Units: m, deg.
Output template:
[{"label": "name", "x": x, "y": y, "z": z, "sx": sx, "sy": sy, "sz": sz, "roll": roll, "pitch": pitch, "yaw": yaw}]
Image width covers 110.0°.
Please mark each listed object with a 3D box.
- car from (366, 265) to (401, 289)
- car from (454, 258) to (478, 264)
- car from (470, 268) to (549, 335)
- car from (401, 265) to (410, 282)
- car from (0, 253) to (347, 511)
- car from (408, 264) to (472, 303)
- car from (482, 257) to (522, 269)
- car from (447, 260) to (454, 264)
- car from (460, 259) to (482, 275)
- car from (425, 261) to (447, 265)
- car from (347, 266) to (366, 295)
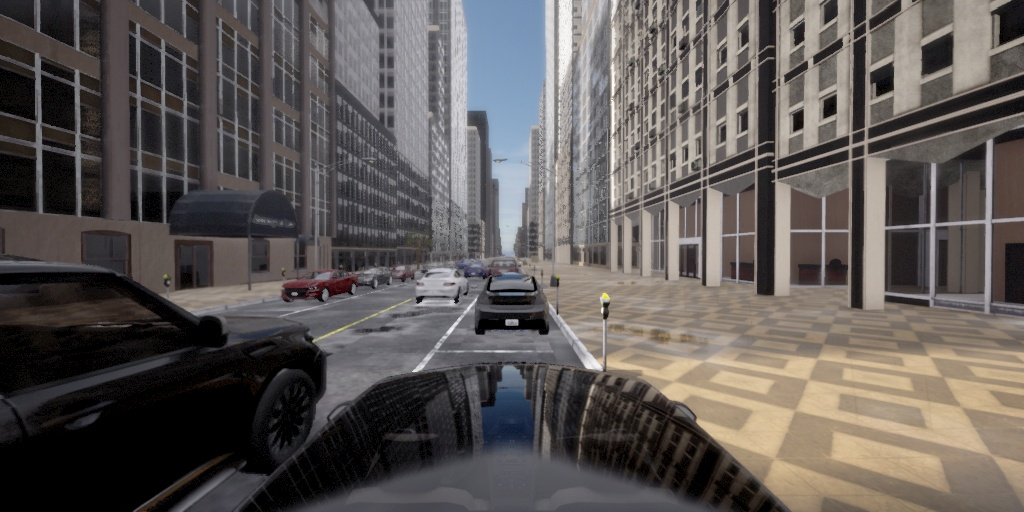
[{"label": "car", "x": -8.838, "y": 1.296, "z": 22.523, "sx": 2.007, "sy": 1.370, "sz": 4.403, "roll": 0, "pitch": 0, "yaw": 0}, {"label": "car", "x": -6.154, "y": 1.220, "z": 48.488, "sx": 1.882, "sy": 1.535, "sz": 5.008, "roll": 0, "pitch": 0, "yaw": 0}, {"label": "car", "x": -0.001, "y": 1.252, "z": 10.501, "sx": 1.837, "sy": 1.490, "sz": 4.892, "roll": 0, "pitch": 0, "yaw": 0}, {"label": "car", "x": -8.837, "y": 1.327, "z": 28.206, "sx": 1.802, "sy": 1.307, "sz": 4.207, "roll": 0, "pitch": 0, "yaw": 0}, {"label": "car", "x": -3.146, "y": 0.973, "z": 1.645, "sx": 2.150, "sy": 2.045, "sz": 5.566, "roll": 0, "pitch": 0, "yaw": 0}, {"label": "car", "x": -3.140, "y": 1.273, "z": 16.625, "sx": 1.812, "sy": 1.442, "sz": 4.674, "roll": 0, "pitch": 0, "yaw": 0}, {"label": "car", "x": -0.457, "y": 1.061, "z": 22.523, "sx": 2.192, "sy": 1.841, "sz": 5.009, "roll": 0, "pitch": 0, "yaw": 0}, {"label": "car", "x": -8.837, "y": 1.291, "z": 50.940, "sx": 2.007, "sy": 1.370, "sz": 4.403, "roll": 0, "pitch": 0, "yaw": 0}, {"label": "car", "x": -3.141, "y": 1.270, "z": 31.622, "sx": 1.812, "sy": 1.442, "sz": 4.674, "roll": 0, "pitch": 0, "yaw": 0}, {"label": "car", "x": -8.837, "y": 1.293, "z": 39.574, "sx": 2.007, "sy": 1.370, "sz": 4.403, "roll": 0, "pitch": 0, "yaw": 0}, {"label": "car", "x": -8.837, "y": 1.292, "z": 16.839, "sx": 1.888, "sy": 1.381, "sz": 4.507, "roll": 0, "pitch": 0, "yaw": 0}]
